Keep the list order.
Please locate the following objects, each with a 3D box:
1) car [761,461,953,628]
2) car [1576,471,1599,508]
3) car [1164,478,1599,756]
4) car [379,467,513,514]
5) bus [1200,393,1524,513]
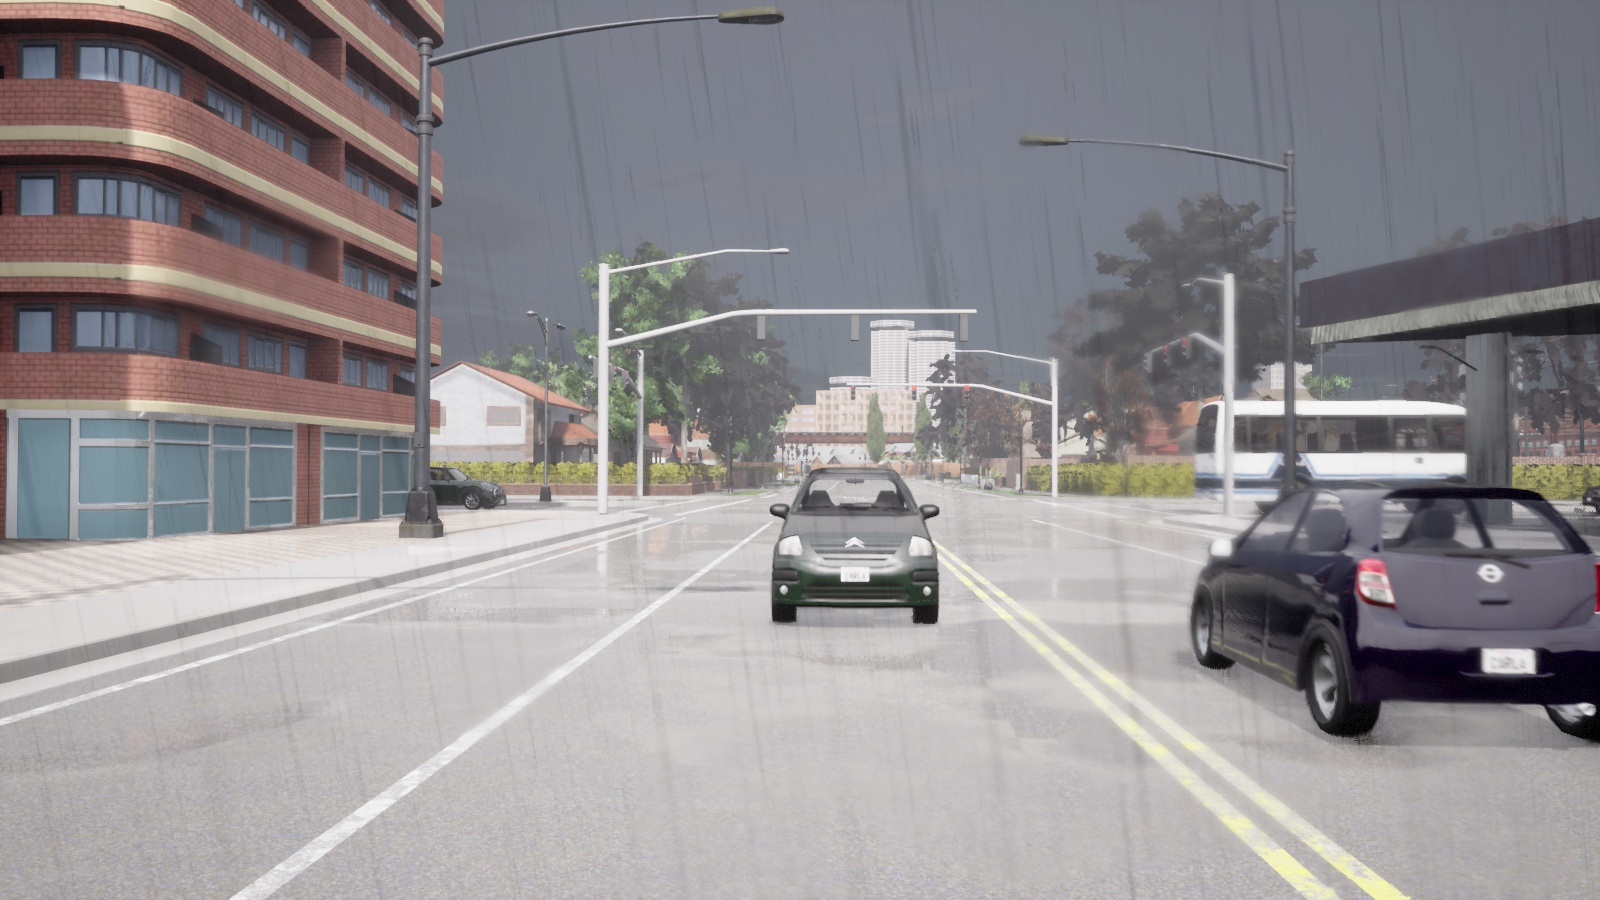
[{"bbox_3d":[0.617,0.947,14.144,1.851,1.617,3.988,0,-1,2],"label":"car"},{"bbox_3d":[33.702,1.540,49.785,4.674,1.442,1.812,0,-1,3],"label":"car"},{"bbox_3d":[3.937,0.959,8.718,1.845,1.501,3.633,0,-1,2],"label":"car"},{"bbox_3d":[-13.706,1.545,48.784,4.553,1.767,2.097,0,-1,5],"label":"car"},{"bbox_3d":[20.727,0.142,46.956,10.273,4.253,3.944,0,-1,3],"label":"bus"}]
